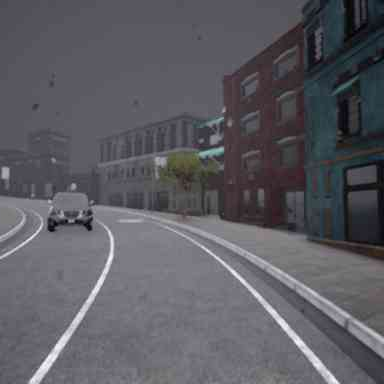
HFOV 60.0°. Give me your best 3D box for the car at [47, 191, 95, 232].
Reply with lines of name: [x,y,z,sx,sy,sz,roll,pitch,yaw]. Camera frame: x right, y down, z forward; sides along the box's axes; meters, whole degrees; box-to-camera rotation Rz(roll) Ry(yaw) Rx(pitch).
car: [-6.859,1.006,18.855,2.150,2.045,5.566,1,1,-21]
